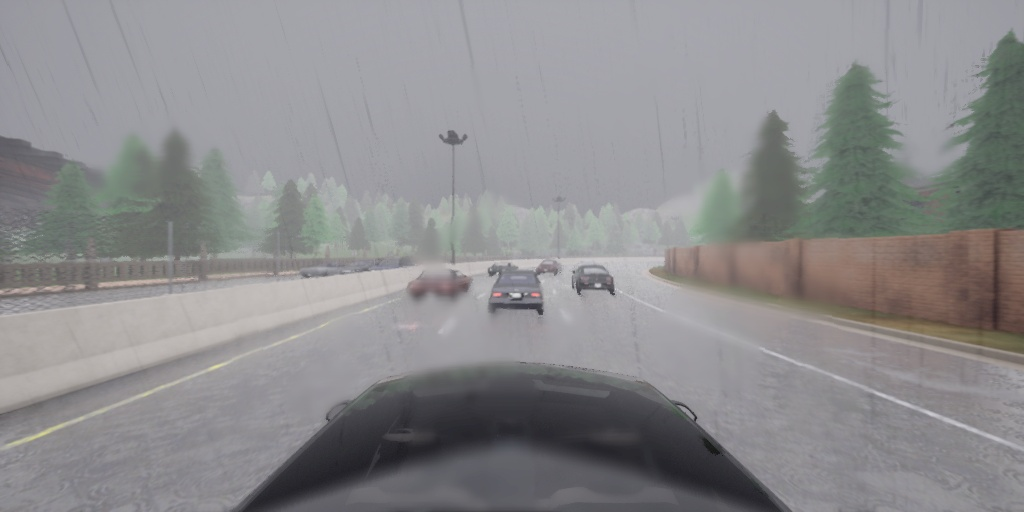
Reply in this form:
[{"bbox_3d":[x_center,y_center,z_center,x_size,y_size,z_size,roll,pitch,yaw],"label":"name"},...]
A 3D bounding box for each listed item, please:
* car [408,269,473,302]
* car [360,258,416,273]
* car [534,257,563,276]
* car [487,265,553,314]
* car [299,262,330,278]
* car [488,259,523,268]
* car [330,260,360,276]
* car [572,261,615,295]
[{"bbox_3d":[-3.055,1.261,16.451,1.895,1.301,4.718,0,0,4],"label":"car"},{"bbox_3d":[-8.950,0.949,27.030,2.097,1.767,4.553,0,0,10],"label":"car"},{"bbox_3d":[3.647,1.072,34.454,1.812,1.442,4.674,0,0,15],"label":"car"},{"bbox_3d":[0.250,1.225,13.404,2.033,1.411,5.357,0,0,3],"label":"car"},{"bbox_3d":[-15.515,1.180,30.332,1.895,1.301,4.718,0,0,11],"label":"car"},{"bbox_3d":[-0.642,1.165,31.947,1.895,1.301,4.718,0,0,13],"label":"car"},{"bbox_3d":[-12.096,1.076,29.431,2.128,1.511,4.902,0,0,11],"label":"car"},{"bbox_3d":[4.194,1.168,18.886,1.812,1.442,4.674,0,0,5],"label":"car"}]
